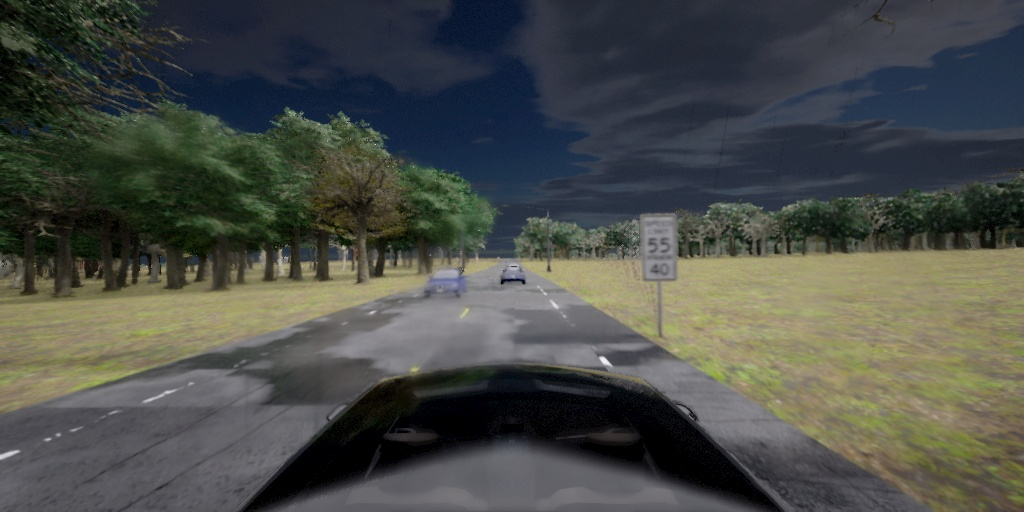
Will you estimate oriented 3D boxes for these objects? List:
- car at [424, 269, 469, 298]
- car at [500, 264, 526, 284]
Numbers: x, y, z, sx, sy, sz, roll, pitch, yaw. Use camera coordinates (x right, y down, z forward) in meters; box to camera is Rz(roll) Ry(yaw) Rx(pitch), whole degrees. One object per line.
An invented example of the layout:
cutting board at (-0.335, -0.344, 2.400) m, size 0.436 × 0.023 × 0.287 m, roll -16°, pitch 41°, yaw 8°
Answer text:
car at (-3.458, 1.424, 19.580) m, size 1.812 × 1.442 × 4.674 m, roll -1°, pitch 0°, yaw 0°
car at (0.098, 1.493, 28.726) m, size 1.994 × 1.385 × 4.181 m, roll -1°, pitch -1°, yaw 1°
